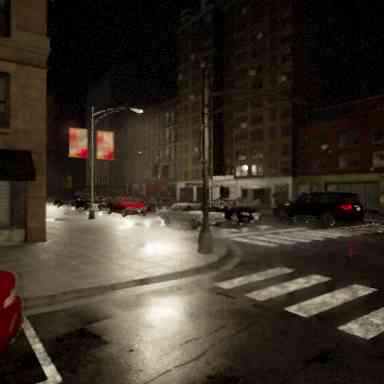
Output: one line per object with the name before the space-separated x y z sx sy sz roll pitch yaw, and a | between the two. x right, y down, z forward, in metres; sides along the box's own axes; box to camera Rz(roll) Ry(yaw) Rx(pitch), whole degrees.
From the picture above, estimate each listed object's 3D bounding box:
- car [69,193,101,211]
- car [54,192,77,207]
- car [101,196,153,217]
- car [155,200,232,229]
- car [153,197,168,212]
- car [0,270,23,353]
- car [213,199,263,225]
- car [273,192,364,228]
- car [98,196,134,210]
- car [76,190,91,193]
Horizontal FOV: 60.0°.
car | -10.990 1.126 35.328 2.128 1.511 4.902 0 0 -35
car | -16.786 1.102 43.631 1.812 1.442 4.674 0 0 -35
car | -5.462 1.171 27.459 1.882 1.535 5.008 0 0 -35
car | -0.077 1.357 19.794 1.895 1.301 4.718 0 0 -35
car | -2.960 1.206 29.552 1.837 1.490 4.892 0 0 -35
car | -4.379 1.555 3.633 4.507 1.381 1.887 0 1 -35
car | 2.464 1.255 21.848 2.128 1.511 4.902 0 0 -35
car | 7.794 1.023 20.960 2.150 2.045 5.566 2 -1 -37
car | -8.676 1.188 37.675 2.033 1.411 5.357 0 0 -36
car | -14.820 0.801 46.489 2.150 2.045 5.566 0 0 -35
